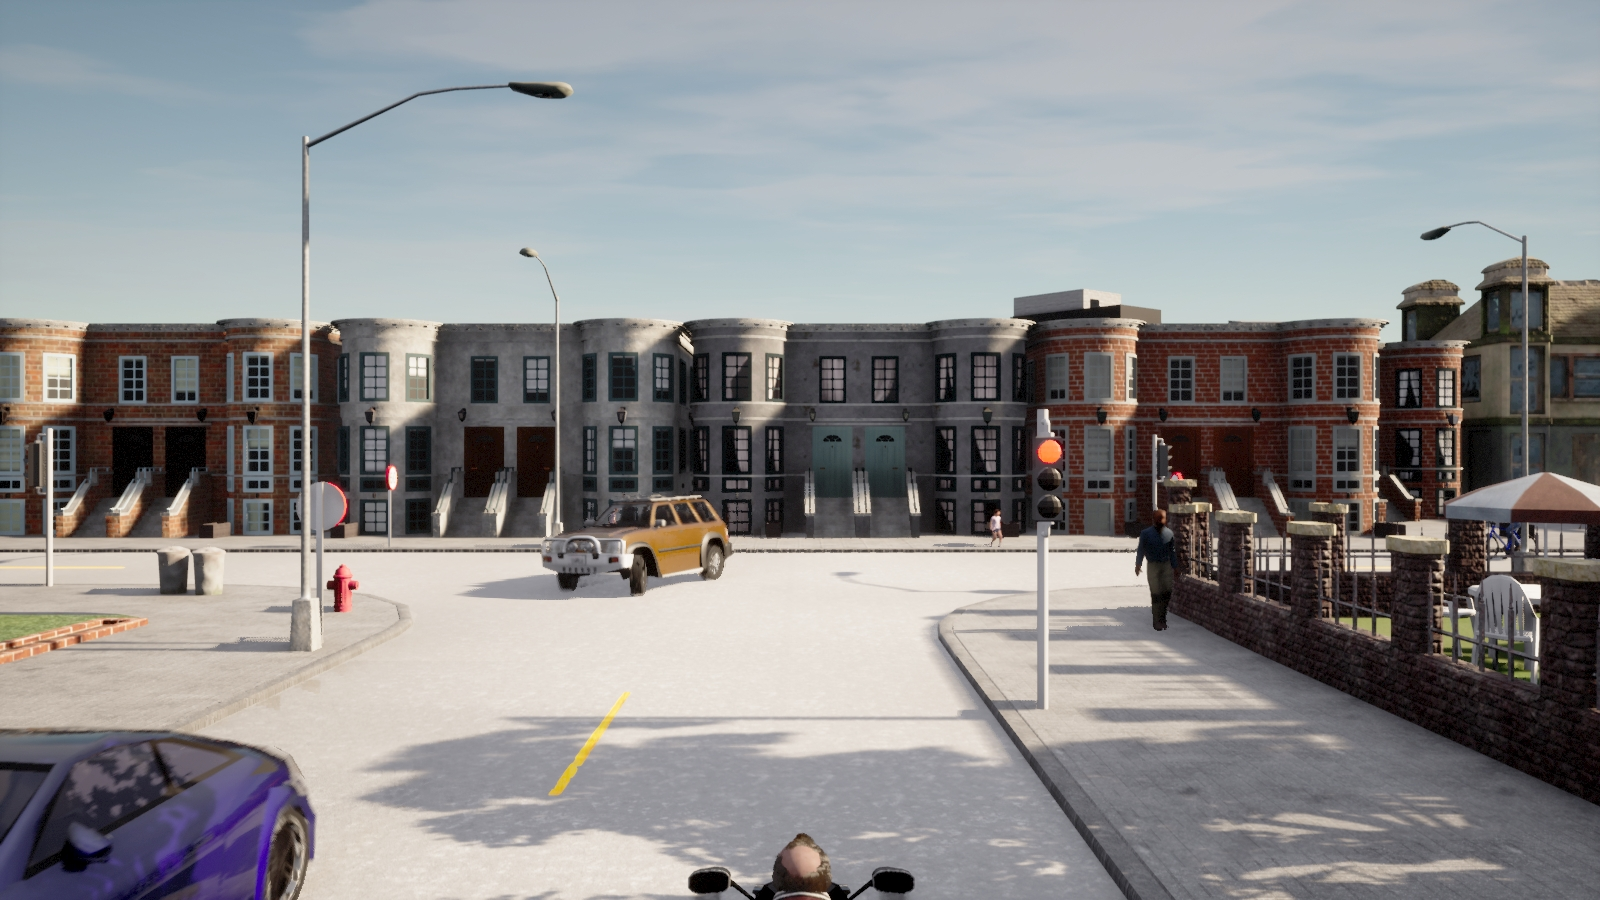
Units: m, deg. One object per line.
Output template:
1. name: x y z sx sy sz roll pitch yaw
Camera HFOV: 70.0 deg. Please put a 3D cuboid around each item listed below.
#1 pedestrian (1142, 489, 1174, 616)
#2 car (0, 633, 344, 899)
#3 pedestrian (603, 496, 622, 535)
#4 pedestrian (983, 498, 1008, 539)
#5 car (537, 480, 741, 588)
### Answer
1. pedestrian: 5.308 1.509 16.955 0.375 1.860 0.375 0 0 2
2. car: -4.002 1.896 5.429 1.994 1.385 4.181 0 0 0
3. pedestrian: -5.450 1.891 33.128 0.500 1.100 0.500 0 0 -14
4. pedestrian: 5.396 1.892 31.573 0.500 1.100 0.500 0 0 -22
5. car: -3.167 1.633 23.518 1.932 1.855 4.605 -2 -1 25
